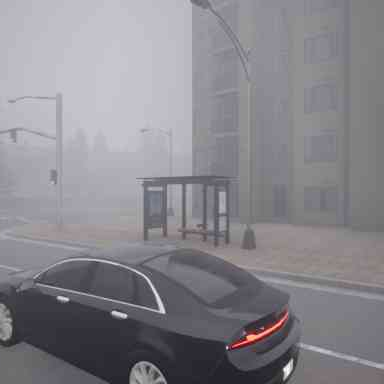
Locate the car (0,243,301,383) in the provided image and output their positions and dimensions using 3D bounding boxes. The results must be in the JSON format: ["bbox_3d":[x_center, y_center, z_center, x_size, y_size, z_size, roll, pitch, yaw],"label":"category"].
[{"bbox_3d":[-1.020,1.505,4.710,4.892,1.490,1.837,0,0,35],"label":"car"}]
